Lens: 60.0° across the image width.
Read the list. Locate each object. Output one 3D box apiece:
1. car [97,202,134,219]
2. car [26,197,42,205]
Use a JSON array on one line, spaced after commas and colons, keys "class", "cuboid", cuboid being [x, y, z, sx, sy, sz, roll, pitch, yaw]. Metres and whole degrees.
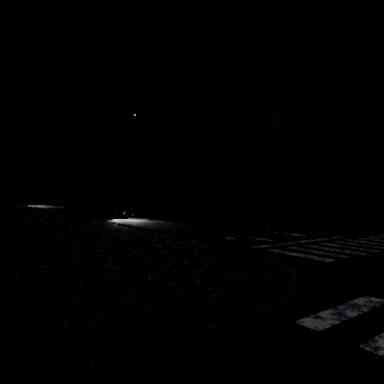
[{"class": "car", "cuboid": [-6.607, 1.523, 28.429, 1.994, 1.385, 4.181, 1, 0, -36]}, {"class": "car", "cuboid": [-26.937, 1.574, 56.736, 1.895, 1.301, 4.718, 1, 0, -36]}]
